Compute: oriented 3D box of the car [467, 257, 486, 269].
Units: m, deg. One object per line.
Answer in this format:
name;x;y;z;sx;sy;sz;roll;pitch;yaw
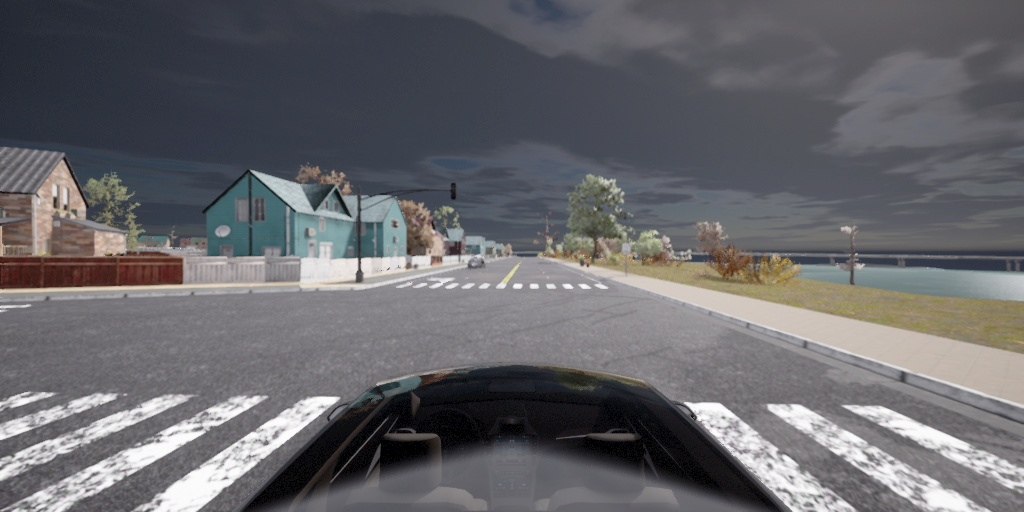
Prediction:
car;-4.476;0.875;45.681;2.128;1.511;4.902;0;1;3
